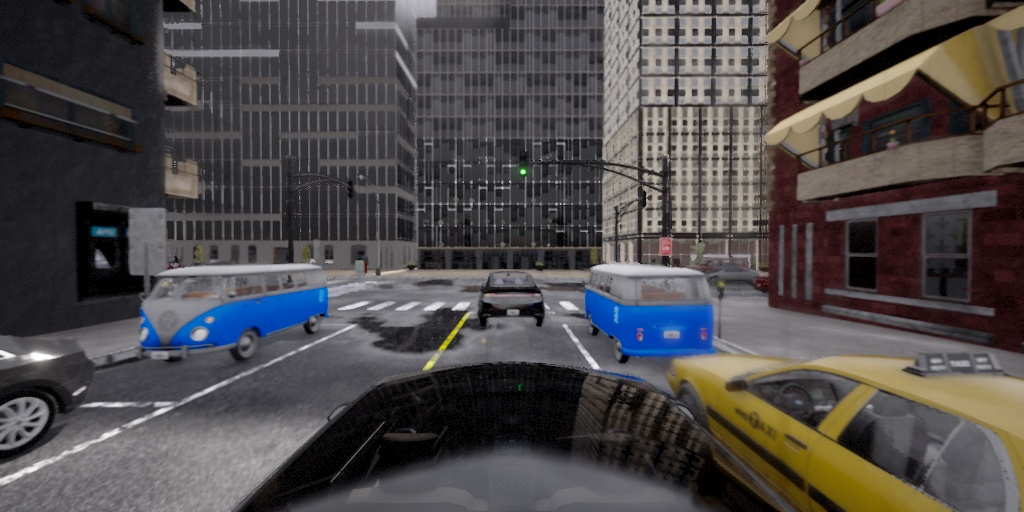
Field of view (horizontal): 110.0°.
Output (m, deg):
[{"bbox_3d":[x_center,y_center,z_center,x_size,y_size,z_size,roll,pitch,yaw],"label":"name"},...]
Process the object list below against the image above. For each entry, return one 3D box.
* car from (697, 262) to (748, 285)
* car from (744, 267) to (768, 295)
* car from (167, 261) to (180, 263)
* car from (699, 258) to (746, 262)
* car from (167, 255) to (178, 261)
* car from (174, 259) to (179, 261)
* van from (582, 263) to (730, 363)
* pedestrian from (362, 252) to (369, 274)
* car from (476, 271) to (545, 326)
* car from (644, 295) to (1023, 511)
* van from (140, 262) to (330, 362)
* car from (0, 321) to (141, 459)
[{"bbox_3d":[14.681,1.346,24.605,4.181,1.385,1.994,0,1,0],"label":"car"},{"bbox_3d":[15.187,1.417,18.824,4.507,1.381,1.888,0,0,0],"label":"car"},{"bbox_3d":[-17.647,1.194,21.607,4.674,1.442,1.812,0,1,0],"label":"car"},{"bbox_3d":[15.240,1.060,27.203,5.009,1.841,2.192,0,0,0],"label":"car"},{"bbox_3d":[-28.194,0.847,27.475,5.009,1.841,2.192,0,0,0],"label":"car"},{"bbox_3d":[-22.671,1.123,27.440,4.313,1.339,1.948,0,0,0],"label":"car"},{"bbox_3d":[2.691,1.082,7.868,1.690,1.789,3.998,0,0,0],"label":"van"},{"bbox_3d":[-12.385,0.606,30.301,0.375,1.860,0.375,0,1,0],"label":"pedestrian"},{"bbox_3d":[-0.108,1.231,11.590,2.128,1.511,4.902,0,0,-3],"label":"car"},{"bbox_3d":[2.689,1.274,2.436,1.751,1.417,4.829,0,0,0],"label":"car"},{"bbox_3d":[-5.690,1.083,7.899,1.690,1.789,3.998,0,0,0],"label":"van"},{"bbox_3d":[-5.692,1.300,2.298,2.007,1.370,4.403,0,0,0],"label":"car"}]
